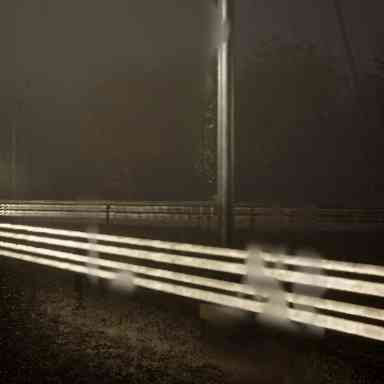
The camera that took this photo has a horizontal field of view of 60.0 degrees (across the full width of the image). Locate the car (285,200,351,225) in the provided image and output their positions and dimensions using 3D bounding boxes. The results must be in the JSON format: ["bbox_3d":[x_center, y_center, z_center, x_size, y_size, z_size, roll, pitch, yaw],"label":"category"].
[{"bbox_3d":[9.180,1.421,24.475,4.553,1.767,2.097,0,0,16],"label":"car"}]
